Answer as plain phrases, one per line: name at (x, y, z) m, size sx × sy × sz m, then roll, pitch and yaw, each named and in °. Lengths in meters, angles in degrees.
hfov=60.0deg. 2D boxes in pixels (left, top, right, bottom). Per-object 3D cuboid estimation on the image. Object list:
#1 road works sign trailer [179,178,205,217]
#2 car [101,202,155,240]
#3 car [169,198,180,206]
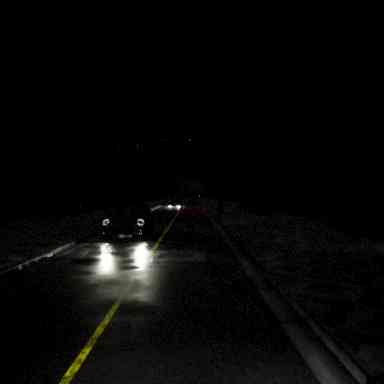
road works sign trailer at (-0.011, 0.498, 31.184) m, size 2.380 × 3.560 × 2.880 m, roll 0°, pitch 0°, yaw 0°
car at (-3.106, 1.363, 16.904) m, size 2.097 × 1.767 × 4.553 m, roll 0°, pitch 0°, yaw 0°
car at (-3.067, 1.698, 58.613) m, size 1.895 × 1.301 × 4.718 m, roll 0°, pitch 0°, yaw 1°
